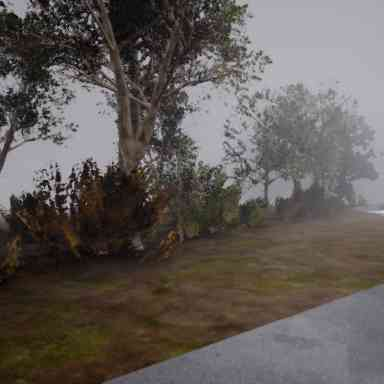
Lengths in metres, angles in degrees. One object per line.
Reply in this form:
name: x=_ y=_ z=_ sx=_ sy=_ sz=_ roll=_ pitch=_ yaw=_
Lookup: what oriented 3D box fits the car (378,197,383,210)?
car: x=21.390 y=1.189 z=35.907 sx=1.812 sy=1.442 sz=4.674 roll=-1 pitch=0 yaw=22
